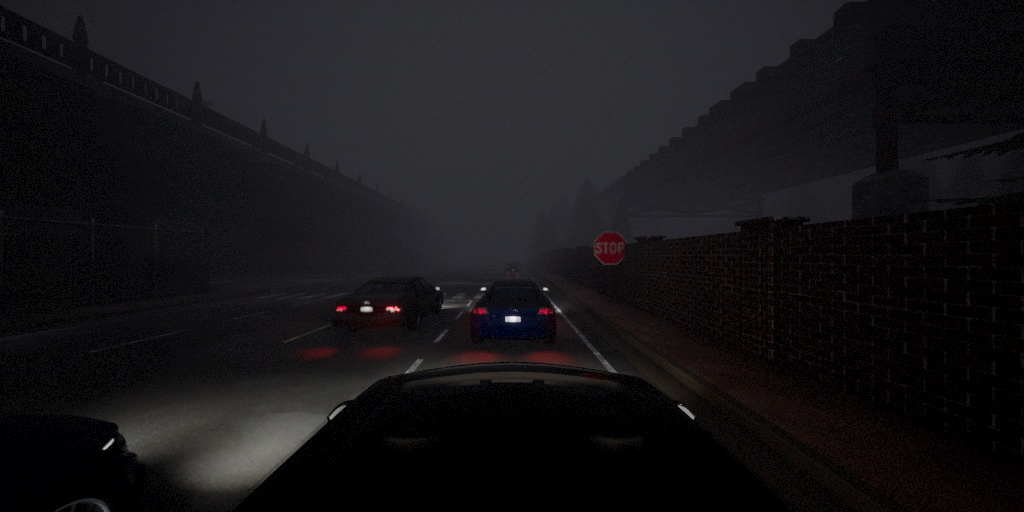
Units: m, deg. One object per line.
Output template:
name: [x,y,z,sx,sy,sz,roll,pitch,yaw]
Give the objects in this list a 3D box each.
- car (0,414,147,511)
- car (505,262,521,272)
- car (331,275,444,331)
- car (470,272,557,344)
car: [-3.396,1.276,0.434,1.812,1.442,4.674,0,0,0]
car: [0.103,1.351,44.505,1.895,1.301,4.718,0,0,-1]
car: [-3.421,1.298,10.923,2.033,1.411,5.357,0,0,0]
car: [0.063,1.314,9.634,1.994,1.385,4.181,0,0,1]
